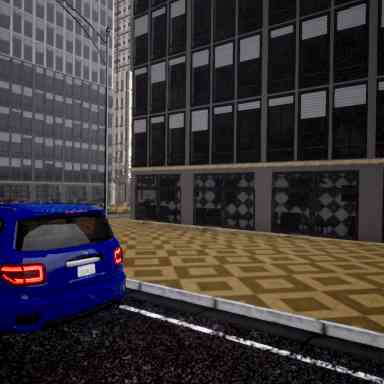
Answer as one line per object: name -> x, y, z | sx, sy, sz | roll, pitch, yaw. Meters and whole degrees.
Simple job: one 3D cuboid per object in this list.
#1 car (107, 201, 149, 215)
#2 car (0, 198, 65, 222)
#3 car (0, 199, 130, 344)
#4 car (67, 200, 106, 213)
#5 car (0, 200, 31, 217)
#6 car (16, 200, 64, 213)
car -> -7.364, 1.830, 38.752 | 1.752, 1.417, 4.829 | 1, 0, 36
car -> -14.162, 1.519, 29.541 | 2.192, 1.841, 5.009 | 1, 0, 36
car -> -3.716, 1.218, 6.333 | 5.566, 2.045, 2.150 | 0, 0, 35
car -> -12.948, 1.762, 40.937 | 1.994, 1.385, 4.181 | 1, 0, 36
car -> -18.860, 1.616, 32.917 | 1.837, 1.490, 4.892 | 1, 0, 36
car -> -17.659, 1.643, 38.916 | 1.752, 1.417, 4.829 | 1, 0, 36
